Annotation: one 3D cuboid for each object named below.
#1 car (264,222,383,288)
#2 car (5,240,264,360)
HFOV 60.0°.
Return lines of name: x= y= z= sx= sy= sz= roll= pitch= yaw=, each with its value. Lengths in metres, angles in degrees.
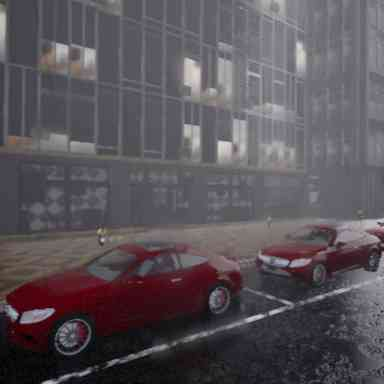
car: x=3.607 y=1.554 z=9.117 sx=4.206 sy=1.307 sz=1.802 roll=0 pitch=1 yaw=-35
car: x=-0.912 y=1.574 z=5.897 sx=4.206 sy=1.307 sz=1.802 roll=0 pitch=1 yaw=-35
